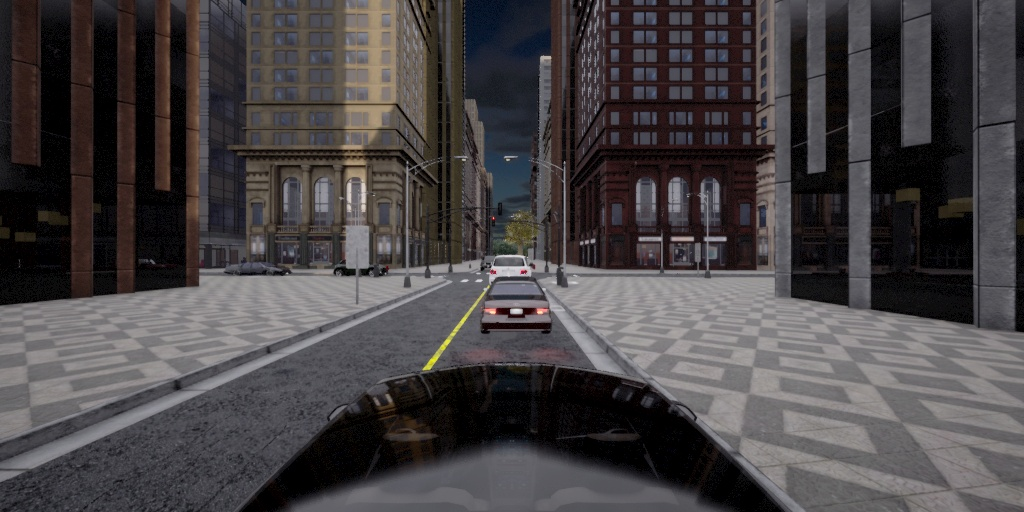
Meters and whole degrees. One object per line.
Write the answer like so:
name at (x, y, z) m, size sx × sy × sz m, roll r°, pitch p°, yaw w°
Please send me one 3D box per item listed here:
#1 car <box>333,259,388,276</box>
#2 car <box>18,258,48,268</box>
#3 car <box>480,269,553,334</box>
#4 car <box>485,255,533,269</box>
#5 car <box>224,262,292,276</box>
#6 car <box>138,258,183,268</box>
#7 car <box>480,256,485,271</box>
car at (-13.992, 1.052, 33.339) m, size 4.553 × 1.767 × 2.097 m, roll 0°, pitch 0°, yaw 0°
car at (-46.317, 0.972, 33.392) m, size 4.553 × 1.767 × 2.097 m, roll 0°, pitch 0°, yaw 1°
car at (0.091, 1.297, 10.609) m, size 2.033 × 1.411 × 5.357 m, roll 0°, pitch 0°, yaw 0°
car at (0.015, 0.971, 20.854) m, size 2.150 × 2.045 × 5.566 m, roll 0°, pitch 0°, yaw 4°
car at (-23.573, 1.220, 33.332) m, size 5.357 × 1.411 × 2.033 m, roll 0°, pitch 0°, yaw 0°
car at (-33.362, 1.002, 33.340) m, size 4.553 × 1.767 × 2.097 m, roll 0°, pitch 0°, yaw 0°
car at (-3.132, 0.969, 49.484) m, size 2.150 × 2.045 × 5.566 m, roll 0°, pitch 0°, yaw -1°
